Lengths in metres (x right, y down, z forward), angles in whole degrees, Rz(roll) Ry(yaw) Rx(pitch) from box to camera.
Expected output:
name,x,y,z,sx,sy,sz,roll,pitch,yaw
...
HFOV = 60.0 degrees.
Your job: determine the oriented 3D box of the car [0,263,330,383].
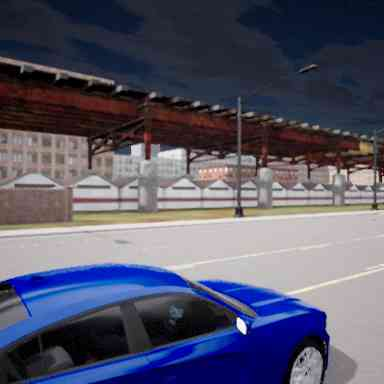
name,x,y,z,sx,sy,sz,roll,pitch,yaw
car,-0.639,1.486,3.293,5.008,1.535,1.882,1,0,-36
